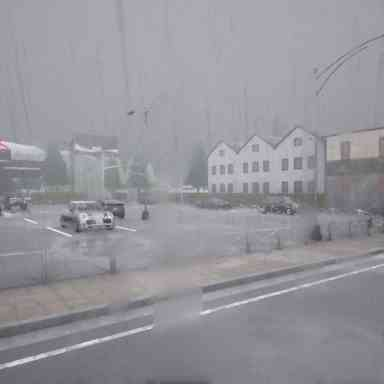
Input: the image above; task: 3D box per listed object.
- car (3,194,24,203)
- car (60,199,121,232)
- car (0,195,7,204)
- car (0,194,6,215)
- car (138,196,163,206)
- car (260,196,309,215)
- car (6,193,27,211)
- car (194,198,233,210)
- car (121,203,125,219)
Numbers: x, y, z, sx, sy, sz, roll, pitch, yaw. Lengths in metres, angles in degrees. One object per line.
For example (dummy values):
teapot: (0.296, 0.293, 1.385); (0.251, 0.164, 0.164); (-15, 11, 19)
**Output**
car: (-39.260, 1.328, 73.030); (3.866, 1.878, 1.905); (0, 0, -36)
car: (-5.603, 1.248, 17.685); (1.970, 1.475, 3.806); (0, 0, -36)
car: (-39.486, 1.495, 65.901); (4.611, 1.667, 2.242); (0, 0, -36)
car: (-18.207, 1.113, 29.640); (1.932, 1.855, 4.605); (0, 0, -36)
car: (-6.616, 1.370, 51.952); (2.033, 1.411, 5.357); (0, 0, -35)
car: (8.475, 1.176, 30.615); (2.097, 1.767, 4.553); (0, 0, -35)
car: (-20.120, 1.092, 37.950); (1.905, 1.878, 3.866); (0, 0, -36)
car: (2.426, 1.371, 39.106); (2.033, 1.411, 5.357); (0, 0, -35)
car: (-6.733, 1.313, 25.548); (2.007, 1.523, 4.514); (0, 0, -36)
